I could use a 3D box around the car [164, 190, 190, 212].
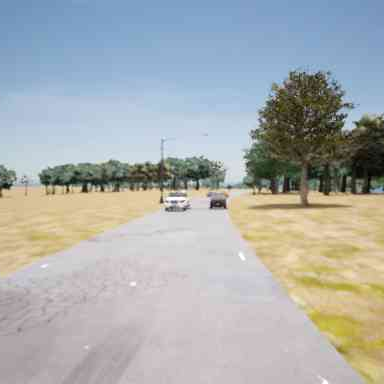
[{"bbox_3d":[-1.458,0.875,34.450,2.150,2.045,5.566,0,1,5],"label":"car"}]

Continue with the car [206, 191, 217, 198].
[{"bbox_3d":[4.334,0.536,74.504,1.994,1.385,4.181,0,1,10],"label":"car"}]

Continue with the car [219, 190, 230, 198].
[{"bbox_3d":[7.167,0.387,73.680,1.882,1.535,5.008,0,1,11],"label":"car"}]

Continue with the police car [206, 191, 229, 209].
[{"bbox_3d":[3.006,1.043,37.938,1.930,1.638,5.238,0,1,6],"label":"police car"}]
